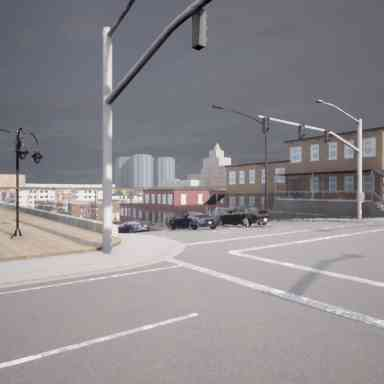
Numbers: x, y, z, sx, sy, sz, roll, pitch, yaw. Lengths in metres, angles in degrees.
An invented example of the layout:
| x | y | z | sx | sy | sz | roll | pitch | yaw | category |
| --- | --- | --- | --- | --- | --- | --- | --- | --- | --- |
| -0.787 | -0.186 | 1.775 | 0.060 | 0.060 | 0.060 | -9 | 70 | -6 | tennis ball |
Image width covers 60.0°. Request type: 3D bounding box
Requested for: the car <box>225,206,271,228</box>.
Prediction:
| x | y | z | sx | sy | sz | roll | pitch | yaw | category |
| --- | --- | --- | --- | --- | --- | --- | --- | --- | --- |
| 3.732 | 1.895 | 25.365 | 1.837 | 1.490 | 4.892 | 0 | -5 | -36 | car |

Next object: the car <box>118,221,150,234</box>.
| x | y | z | sx | sy | sz | roll | pitch | yaw | category |
| --- | --- | --- | --- | --- | --- | --- | --- | --- | --- |
| -5.836 | 3.505 | 32.125 | 1.812 | 1.442 | 4.674 | 0 | -12 | -37 | car |

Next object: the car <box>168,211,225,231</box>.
| x | y | z | sx | sy | sz | roll | pitch | yaw | category |
| --- | --- | --- | --- | --- | --- | --- | --- | --- | --- |
| 0.031 | 2.054 | 24.150 | 1.994 | 1.385 | 4.181 | 0 | -4 | -36 | car |
